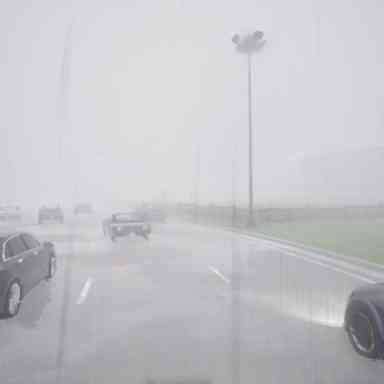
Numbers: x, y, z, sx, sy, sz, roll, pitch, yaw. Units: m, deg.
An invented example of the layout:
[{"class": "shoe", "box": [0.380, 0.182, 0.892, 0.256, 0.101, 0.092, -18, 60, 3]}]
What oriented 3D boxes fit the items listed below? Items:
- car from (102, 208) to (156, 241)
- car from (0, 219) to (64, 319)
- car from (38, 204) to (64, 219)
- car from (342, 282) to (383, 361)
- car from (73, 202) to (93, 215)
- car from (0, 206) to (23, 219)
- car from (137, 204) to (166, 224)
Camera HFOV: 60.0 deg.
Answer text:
[{"class": "car", "box": [-3.619, 1.755, 17.713, 1.895, 1.301, 4.718, 0, 0, -22]}, {"class": "car", "box": [-4.410, 1.597, 7.382, 1.837, 1.490, 4.892, 0, 0, -10]}, {"class": "car", "box": [-11.958, 1.795, 28.256, 2.128, 1.511, 4.902, 0, 0, -23]}, {"class": "car", "box": [3.386, 1.556, 3.411, 1.994, 1.385, 4.181, 0, 0, -4]}, {"class": "car", "box": [-12.952, 1.864, 39.311, 1.882, 1.535, 5.008, 0, 0, -24]}, {"class": "car", "box": [-17.158, 1.975, 31.469, 1.895, 1.301, 4.718, 0, 0, -24]}, {"class": "car", "box": [-3.513, 1.702, 26.414, 2.128, 1.511, 4.902, 0, 0, -23]}]
